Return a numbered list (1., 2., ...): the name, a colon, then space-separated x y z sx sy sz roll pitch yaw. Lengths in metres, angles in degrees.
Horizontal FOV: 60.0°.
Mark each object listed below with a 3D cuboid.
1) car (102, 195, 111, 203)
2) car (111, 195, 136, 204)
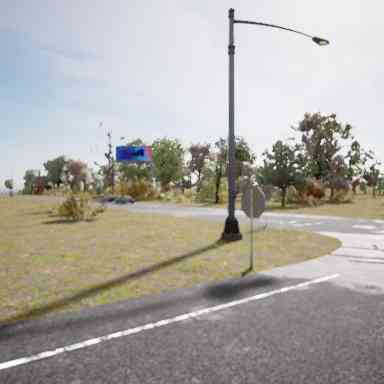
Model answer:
1. car: -15.226 1.243 61.697 1.837 1.490 4.892 0 0 -34
2. car: -11.228 1.299 55.786 2.033 1.411 5.357 0 0 -33
